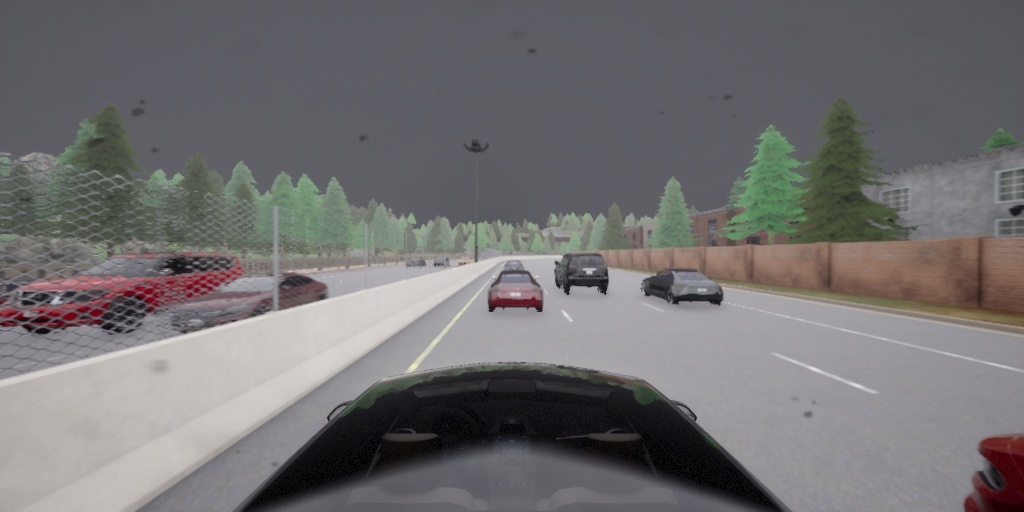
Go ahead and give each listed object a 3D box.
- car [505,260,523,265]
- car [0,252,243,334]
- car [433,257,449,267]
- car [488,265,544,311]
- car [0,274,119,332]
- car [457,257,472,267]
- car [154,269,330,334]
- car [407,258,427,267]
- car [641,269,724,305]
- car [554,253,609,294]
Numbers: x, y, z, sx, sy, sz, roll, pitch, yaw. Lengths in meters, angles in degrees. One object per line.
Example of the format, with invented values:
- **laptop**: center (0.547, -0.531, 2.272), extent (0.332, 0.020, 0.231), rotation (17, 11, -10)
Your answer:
- **car**: center (0.173, 1.086, 32.572), extent (2.033, 1.411, 5.357), rotation (0, 0, 0)
- **car**: center (-10.582, 0.901, 10.651), extent (2.150, 2.045, 5.566), rotation (0, 0, 0)
- **car**: center (-10.429, 0.890, 53.526), extent (1.837, 1.490, 4.892), rotation (0, 1, 1)
- **car**: center (0.125, 1.231, 13.896), extent (1.994, 1.385, 4.181), rotation (0, 0, 0)
- **car**: center (-14.085, 1.285, 9.628), extent (1.895, 1.301, 4.718), rotation (0, 0, 0)
- **car**: center (-6.932, 0.866, 53.597), extent (1.882, 1.535, 5.008), rotation (0, 0, 1)
- **car**: center (-7.083, 1.210, 10.400), extent (1.812, 1.442, 4.674), rotation (0, 0, 0)
- **car**: center (-13.933, 0.953, 52.616), extent (1.994, 1.385, 4.181), rotation (0, 0, 1)
- **car**: center (7.129, 1.226, 15.446), extent (1.994, 1.385, 4.181), rotation (0, 0, 0)
- **car**: center (3.640, 0.853, 19.488), extent (2.150, 2.045, 5.566), rotation (0, 0, 0)
